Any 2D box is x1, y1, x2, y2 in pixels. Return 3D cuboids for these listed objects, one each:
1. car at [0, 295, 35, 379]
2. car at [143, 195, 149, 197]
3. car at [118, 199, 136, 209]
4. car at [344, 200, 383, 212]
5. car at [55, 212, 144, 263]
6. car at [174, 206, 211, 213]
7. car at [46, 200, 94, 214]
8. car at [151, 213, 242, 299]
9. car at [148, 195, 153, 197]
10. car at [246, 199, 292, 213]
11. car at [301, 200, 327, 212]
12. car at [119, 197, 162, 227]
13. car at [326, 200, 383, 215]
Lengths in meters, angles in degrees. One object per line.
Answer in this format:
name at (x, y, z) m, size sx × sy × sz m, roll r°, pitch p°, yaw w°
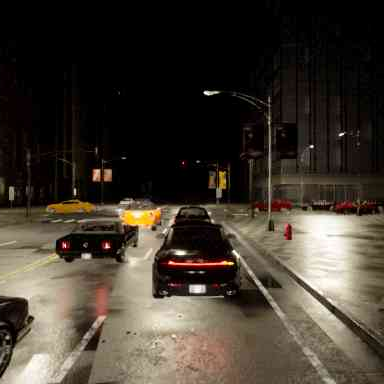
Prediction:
car at (-3.152, 1.548, 2.269) m, size 2.033 × 1.411 × 5.357 m, roll 0°, pitch 0°, yaw 0°
car at (-9.697, 1.835, 61.117) m, size 2.033 × 1.411 × 5.357 m, roll 0°, pitch 0°, yaw 0°
car at (-9.746, 1.740, 50.463) m, size 1.812 × 1.442 × 4.674 m, roll 0°, pitch 0°, yaw 0°
car at (20.902, 1.638, 39.914) m, size 4.313 × 1.339 × 1.947 m, roll 0°, pitch 0°, yaw -1°
car at (-3.125, 1.614, 12.056) m, size 1.895 × 1.301 × 4.718 m, roll 0°, pitch 0°, yaw 0°
car at (0.035, 1.507, 17.937) m, size 1.882 × 1.535 × 5.008 m, roll 0°, pitch 0°, yaw 0°
car at (-13.408, 1.623, 36.623) m, size 5.008 × 1.535 × 1.882 m, roll -1°, pitch -1°, yaw 0°
car at (0.114, 1.511, 8.446) m, size 1.837 × 1.490 × 4.892 m, roll 0°, pitch 0°, yaw 0°
car at (-9.612, 1.595, 71.825) m, size 2.150 × 2.045 × 5.566 m, roll 0°, pitch 0°, yaw 0°
car at (8.474, 1.561, 36.990) m, size 5.008 × 1.535 × 1.882 m, roll 0°, pitch -1°, yaw -1°
car at (15.262, 1.658, 39.837) m, size 4.313 × 1.339 × 1.947 m, roll 0°, pitch 0°, yaw -1°
car at (-3.109, 1.394, 21.050) m, size 2.097 × 1.767 × 4.553 m, roll 0°, pitch 0°, yaw 0°
car at (15.376, 1.573, 31.313) m, size 4.206 × 1.307 × 1.802 m, roll 0°, pitch 0°, yaw -1°
